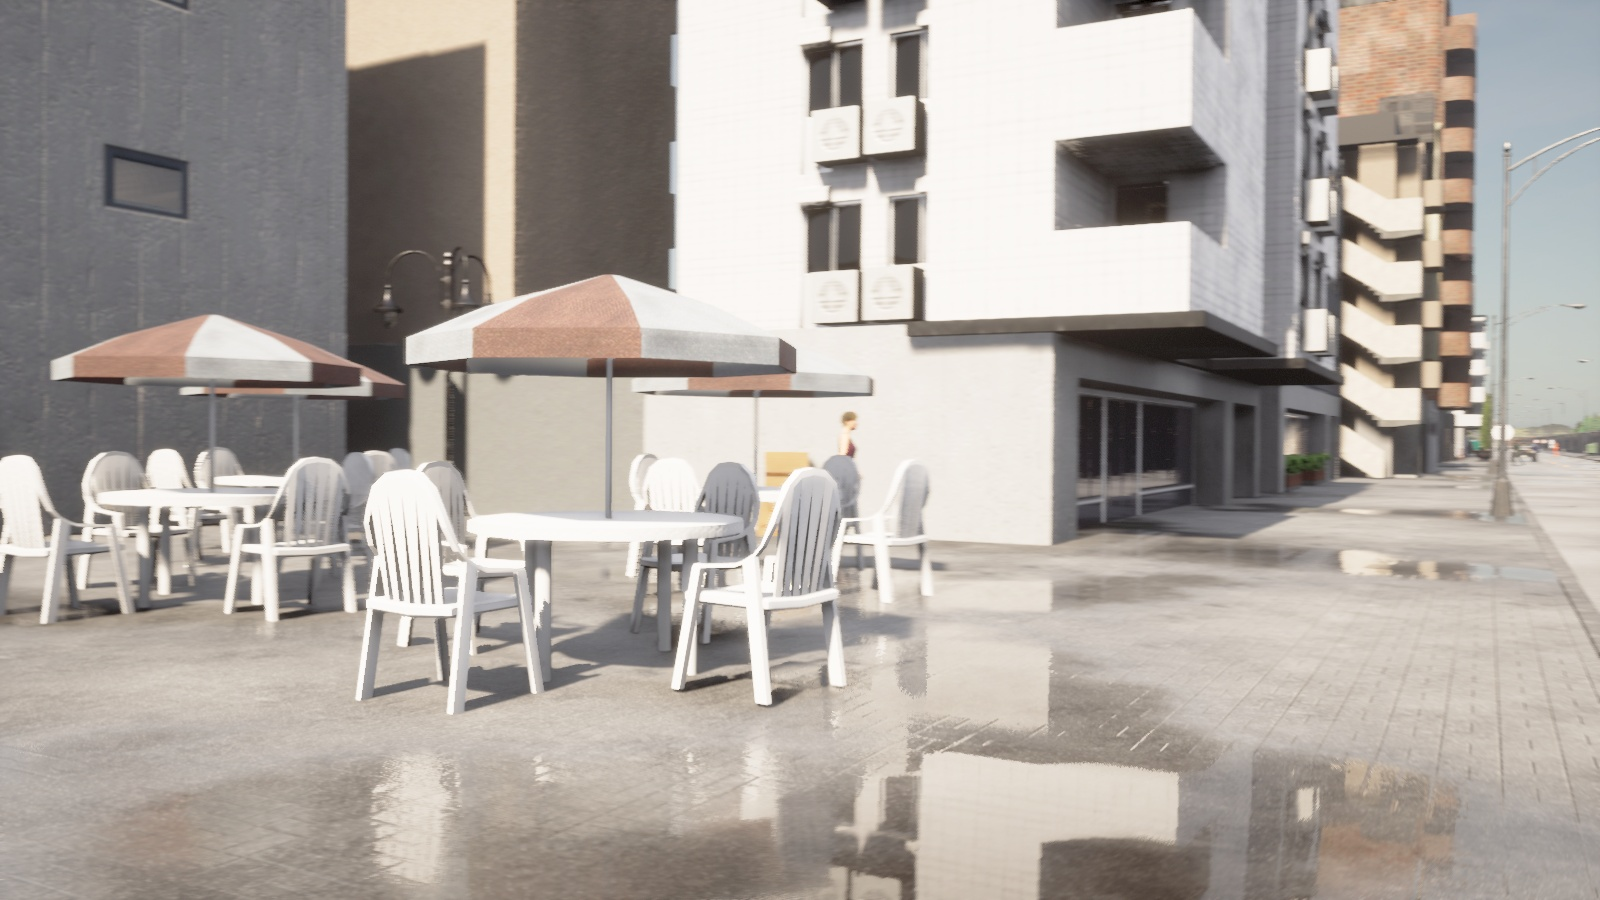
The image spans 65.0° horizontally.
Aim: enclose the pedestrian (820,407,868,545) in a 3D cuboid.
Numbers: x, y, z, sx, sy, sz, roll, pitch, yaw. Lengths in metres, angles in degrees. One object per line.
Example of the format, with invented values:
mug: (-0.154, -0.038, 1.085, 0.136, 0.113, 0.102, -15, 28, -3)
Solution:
pedestrian: (0.594, 0.344, 16.920, 0.594, 1.836, 0.345, -1, 1, 7)
